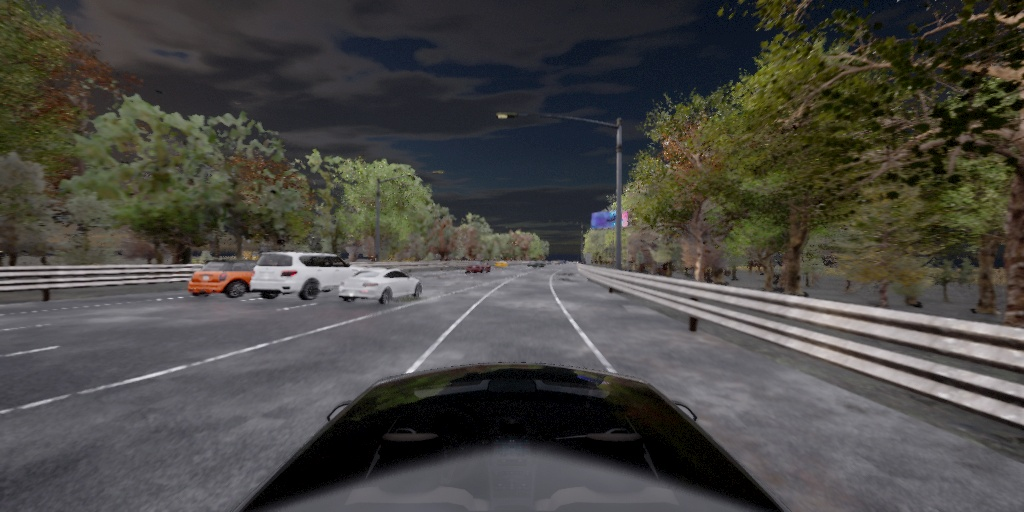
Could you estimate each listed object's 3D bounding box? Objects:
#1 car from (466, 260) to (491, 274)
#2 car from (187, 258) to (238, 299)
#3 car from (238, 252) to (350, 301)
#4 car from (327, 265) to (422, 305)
[{"bbox_3d":[-4.001,1.285,43.766,2.097,1.767,4.553,1,0,11],"label":"car"},{"bbox_3d":[-12.562,0.974,17.264,2.097,1.767,4.553,0,0,11],"label":"car"},{"bbox_3d":[-9.113,0.875,16.658,2.150,2.045,5.566,1,0,11],"label":"car"},{"bbox_3d":[-5.674,1.242,15.904,1.812,1.442,4.674,2,0,11],"label":"car"}]
